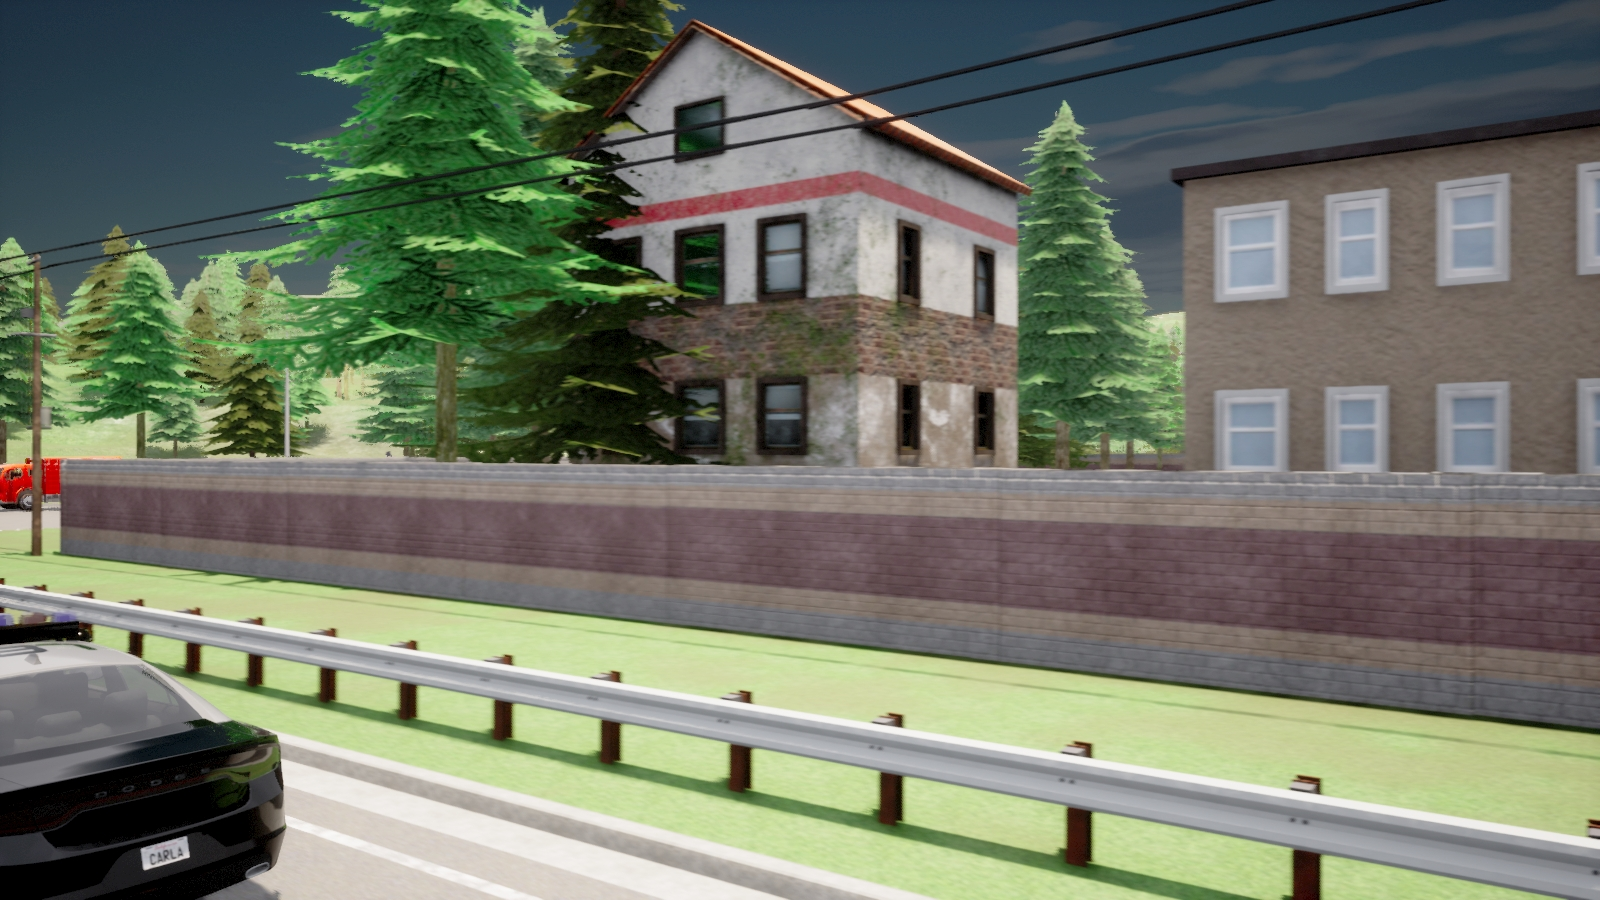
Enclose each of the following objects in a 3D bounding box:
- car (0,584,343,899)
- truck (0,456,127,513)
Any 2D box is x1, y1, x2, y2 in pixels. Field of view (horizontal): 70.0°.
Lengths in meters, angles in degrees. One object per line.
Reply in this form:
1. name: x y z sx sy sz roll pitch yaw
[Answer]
1. car: -5.557 1.982 7.677 5.238 1.638 2.097 0 0 35
2. truck: -35.239 1.556 54.032 2.627 2.467 5.204 0 1 36
